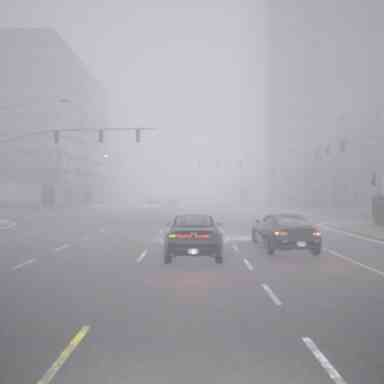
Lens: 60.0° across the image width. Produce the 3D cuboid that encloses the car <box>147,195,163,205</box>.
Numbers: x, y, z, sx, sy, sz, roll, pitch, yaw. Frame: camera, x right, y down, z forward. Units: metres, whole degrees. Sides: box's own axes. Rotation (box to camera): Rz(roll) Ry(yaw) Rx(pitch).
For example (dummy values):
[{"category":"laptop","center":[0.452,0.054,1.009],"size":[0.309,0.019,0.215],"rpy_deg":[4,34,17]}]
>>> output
[{"category":"car","center":[-7.035,1.616,60.864],"size":[1.895,1.301,4.718],"rpy_deg":[0,0,1]}]

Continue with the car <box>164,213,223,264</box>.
[{"category":"car","center":[0.057,1.503,11.887],"size":[1.837,1.490,4.892],"rpy_deg":[0,-1,0]}]

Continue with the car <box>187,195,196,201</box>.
[{"category":"car","center":[-0.005,1.383,77.385],"size":[2.128,1.511,4.902],"rpy_deg":[0,0,0]}]

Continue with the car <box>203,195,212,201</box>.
[{"category":"car","center":[3.495,1.382,77.385],"size":[1.812,1.442,4.674],"rpy_deg":[0,0,0]}]

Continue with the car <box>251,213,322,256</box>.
[{"category":"car","center":[3.562,1.530,13.071],"size":[1.812,1.442,4.674],"rpy_deg":[0,0,0]}]

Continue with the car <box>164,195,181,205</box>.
[{"category":"car","center":[-3.538,1.493,60.928],"size":[1.882,1.535,5.008],"rpy_deg":[0,0,1]}]

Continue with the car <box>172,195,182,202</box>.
[{"category":"car","center":[-3.505,1.430,76.426],"size":[2.033,1.411,5.357],"rpy_deg":[0,0,0]}]
